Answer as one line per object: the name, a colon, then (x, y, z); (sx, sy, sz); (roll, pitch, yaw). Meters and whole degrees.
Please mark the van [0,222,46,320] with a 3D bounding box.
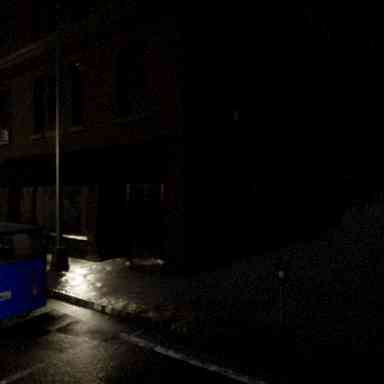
van: (-4.458, 1.412, 6.253); (3.998, 1.788, 1.690); (-1, 0, 35)
